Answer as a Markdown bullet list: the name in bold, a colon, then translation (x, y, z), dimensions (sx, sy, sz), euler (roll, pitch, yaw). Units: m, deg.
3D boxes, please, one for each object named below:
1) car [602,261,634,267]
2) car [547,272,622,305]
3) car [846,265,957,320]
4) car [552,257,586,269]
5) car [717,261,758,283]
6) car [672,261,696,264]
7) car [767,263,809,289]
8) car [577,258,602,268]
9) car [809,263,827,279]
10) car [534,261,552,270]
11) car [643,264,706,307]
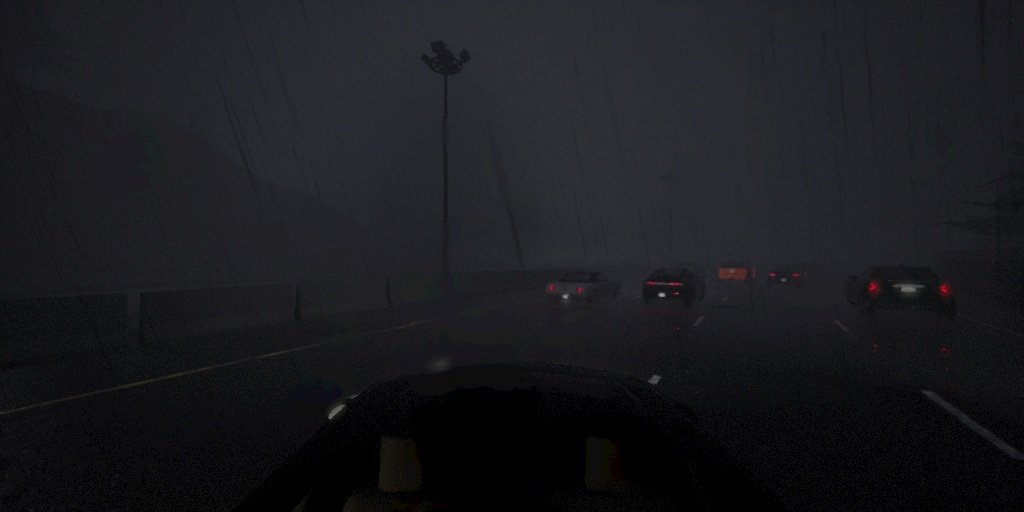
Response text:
- **car**: translation (13.837, 1.464, 44.636), dimensions (5.357, 1.411, 2.033), euler (0, 0, -43)
- **car**: translation (3.569, 1.410, 16.795), dimensions (1.895, 1.301, 4.718), euler (0, 0, 36)
- **car**: translation (14.003, 1.137, 13.209), dimensions (2.097, 1.767, 4.553), euler (0, 0, 36)
- **car**: translation (8.383, 1.163, 49.108), dimensions (5.566, 2.045, 2.150), euler (1, -1, -43)
- **car**: translation (18.320, 1.200, 29.040), dimensions (2.097, 1.767, 4.553), euler (0, 0, 43)
- **car**: translation (14.823, 1.209, 30.427), dimensions (2.097, 1.767, 4.553), euler (0, 0, 42)
- **car**: translation (18.591, 1.353, 24.215), dimensions (1.812, 1.442, 4.674), euler (0, -1, 42)
- **car**: translation (11.224, 1.421, 46.978), dimensions (4.902, 1.511, 2.128), euler (0, 0, -43)
- **car**: translation (27.996, 1.362, 33.616), dimensions (4.892, 1.490, 1.837), euler (0, 0, -42)
- **car**: translation (5.149, 1.456, 50.829), dimensions (4.892, 1.490, 1.837), euler (1, -1, -44)
- **car**: translation (7.257, 1.294, 15.876), dimensions (2.128, 1.511, 4.902), euler (0, 0, 36)
